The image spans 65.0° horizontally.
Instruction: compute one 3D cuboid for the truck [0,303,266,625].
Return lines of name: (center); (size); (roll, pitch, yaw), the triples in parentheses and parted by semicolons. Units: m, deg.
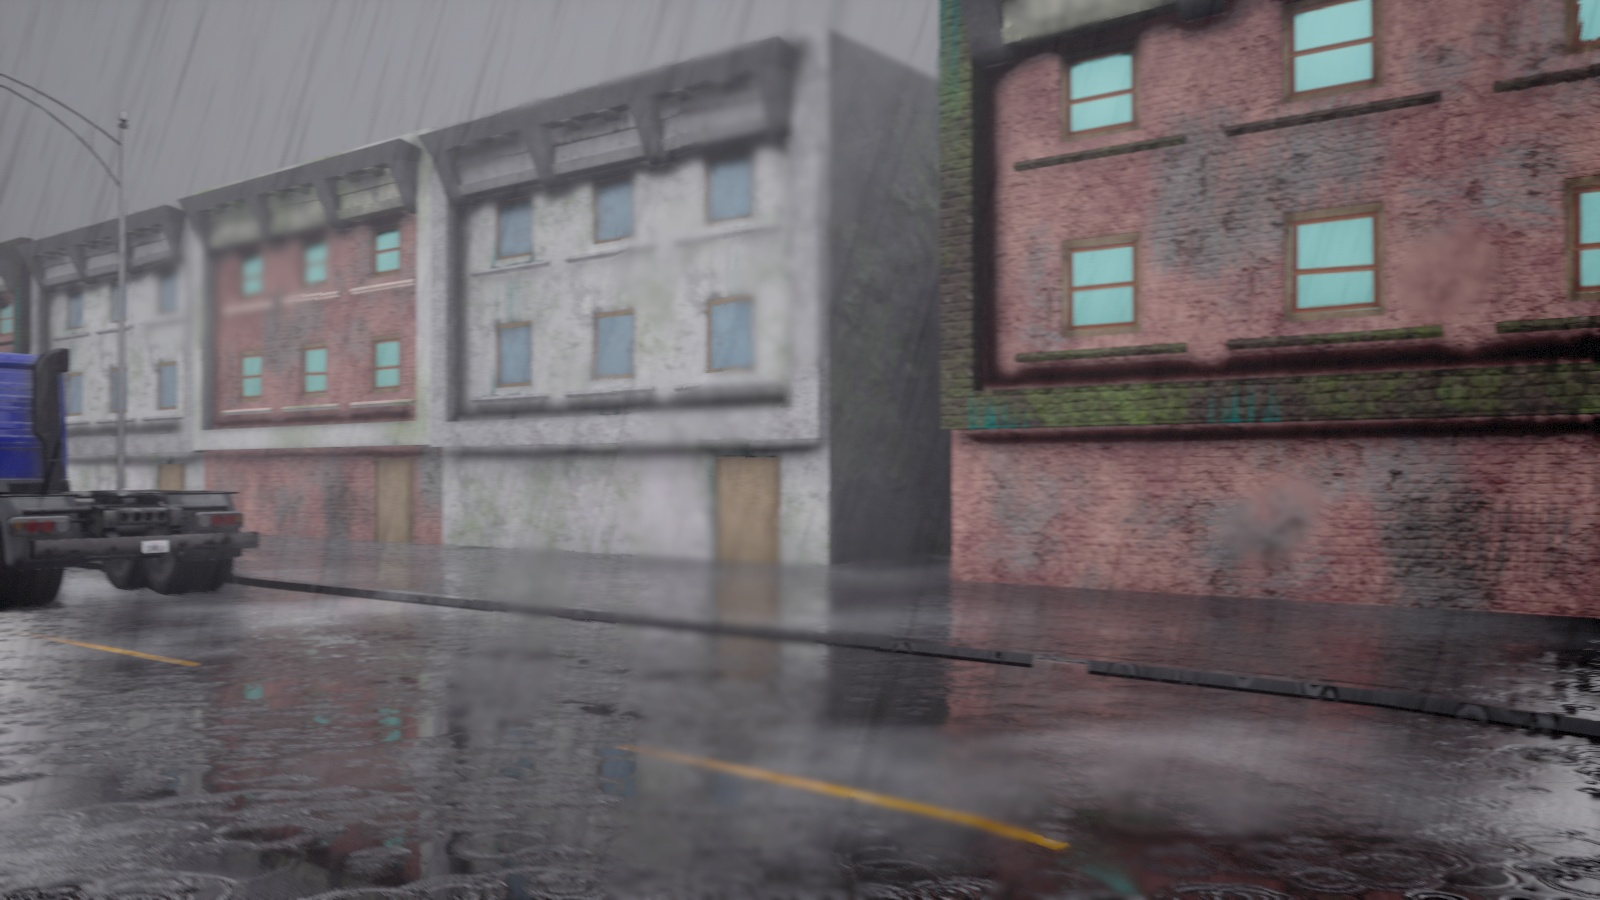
truck: (-10.765, 0.230, 17.080); (7.936, 3.462, 2.891); (-1, -1, 37)
